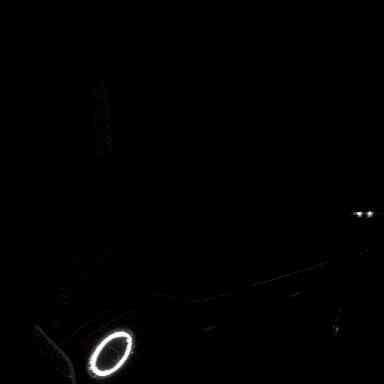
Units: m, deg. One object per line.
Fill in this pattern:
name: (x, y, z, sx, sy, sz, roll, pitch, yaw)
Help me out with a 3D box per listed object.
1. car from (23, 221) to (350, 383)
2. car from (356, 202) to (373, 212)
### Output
car: (0.245, 1.361, 4.611, 4.553, 1.767, 2.097, 0, 0, -40)
car: (24.452, 2.061, 47.224, 2.033, 1.411, 5.357, -3, -2, 24)
